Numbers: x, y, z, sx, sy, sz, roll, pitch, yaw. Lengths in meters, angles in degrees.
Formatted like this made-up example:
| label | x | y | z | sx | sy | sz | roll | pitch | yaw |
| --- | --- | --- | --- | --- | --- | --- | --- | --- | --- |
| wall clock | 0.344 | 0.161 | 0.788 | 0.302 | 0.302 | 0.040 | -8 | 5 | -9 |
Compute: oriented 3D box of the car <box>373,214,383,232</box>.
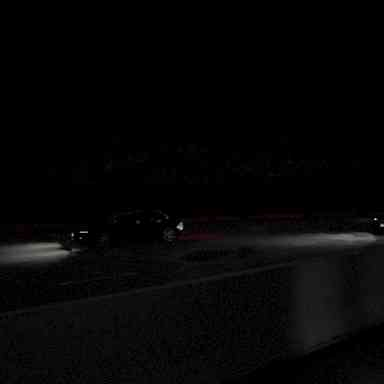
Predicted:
| label | x | y | z | sx | sy | sz | roll | pitch | yaw |
| --- | --- | --- | --- | --- | --- | --- | --- | --- | --- |
| car | 12.207 | 1.486 | 18.361 | 4.902 | 1.511 | 2.128 | 0 | 0 | -23 |

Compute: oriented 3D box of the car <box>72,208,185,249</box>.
| label | x | y | z | sx | sy | sz | roll | pitch | yaw |
| --- | --- | --- | --- | --- | --- | --- | --- | --- | --- |
| car | -2.662 | 1.472 | 14.493 | 4.892 | 1.490 | 1.837 | 0 | 0 | -32 |
